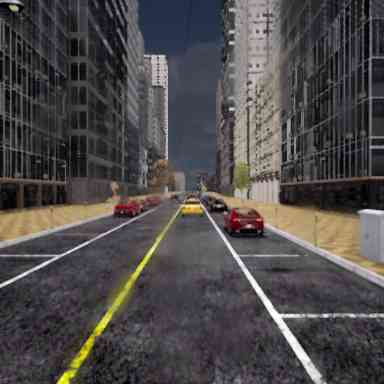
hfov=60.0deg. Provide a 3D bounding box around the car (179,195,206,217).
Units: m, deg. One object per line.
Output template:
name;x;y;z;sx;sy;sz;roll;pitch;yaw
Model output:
car;0.059;1.316;29.703;1.801;1.575;5.366;0;0;0

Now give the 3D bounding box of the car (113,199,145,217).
car;-5.688;1.407;29.328;1.887;1.381;4.507;0;0;0

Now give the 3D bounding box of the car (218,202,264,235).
car;2.692;1.464;17.937;1.887;1.381;4.507;0;0;0

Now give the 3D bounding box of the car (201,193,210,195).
car;2.693;1.275;57.782;1.947;1.339;4.313;0;0;0

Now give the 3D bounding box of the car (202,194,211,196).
car;2.693;1.338;46.398;1.947;1.339;4.313;0;0;0

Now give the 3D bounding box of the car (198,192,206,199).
car;2.695;0.815;91.934;2.192;1.841;5.009;0;0;0

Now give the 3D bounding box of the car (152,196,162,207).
car;-5.688;1.317;46.406;1.887;1.381;4.507;0;0;0

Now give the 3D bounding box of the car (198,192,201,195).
car;0.003;1.206;54.432;1.882;1.535;5.008;0;0;0

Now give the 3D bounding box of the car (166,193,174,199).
car;-5.687;1.087;86.255;2.008;1.369;4.403;0;0;0

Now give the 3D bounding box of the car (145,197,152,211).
car;-5.688;1.415;35.022;1.802;1.307;4.206;0;0;0

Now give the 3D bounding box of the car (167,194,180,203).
car;-3.042;1.198;60.355;1.837;1.490;4.892;0;0;1

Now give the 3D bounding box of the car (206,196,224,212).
car;2.692;1.399;35.014;1.947;1.339;4.313;0;0;0

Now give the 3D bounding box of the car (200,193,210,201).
car;2.694;1.082;69.166;1.967;1.590;4.097;0;0;0
